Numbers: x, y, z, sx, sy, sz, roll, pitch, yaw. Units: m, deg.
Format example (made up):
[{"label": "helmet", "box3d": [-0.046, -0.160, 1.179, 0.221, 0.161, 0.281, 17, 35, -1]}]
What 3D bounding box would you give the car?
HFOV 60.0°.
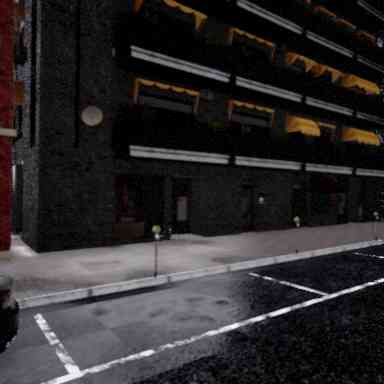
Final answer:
[{"label": "car", "box3d": [-4.285, 1.544, 3.494, 4.403, 1.369, 2.008, 0, 0, -35]}]
